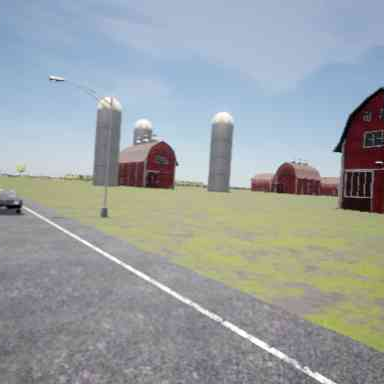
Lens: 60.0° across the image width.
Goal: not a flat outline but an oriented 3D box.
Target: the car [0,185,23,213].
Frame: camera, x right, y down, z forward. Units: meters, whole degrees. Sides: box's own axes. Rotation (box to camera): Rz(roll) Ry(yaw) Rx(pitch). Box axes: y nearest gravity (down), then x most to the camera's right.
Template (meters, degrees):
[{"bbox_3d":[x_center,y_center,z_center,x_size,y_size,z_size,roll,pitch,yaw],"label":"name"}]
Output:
[{"bbox_3d":[-11.537,0.476,20.085,1.895,1.301,4.718,3,1,-34],"label":"car"}]
